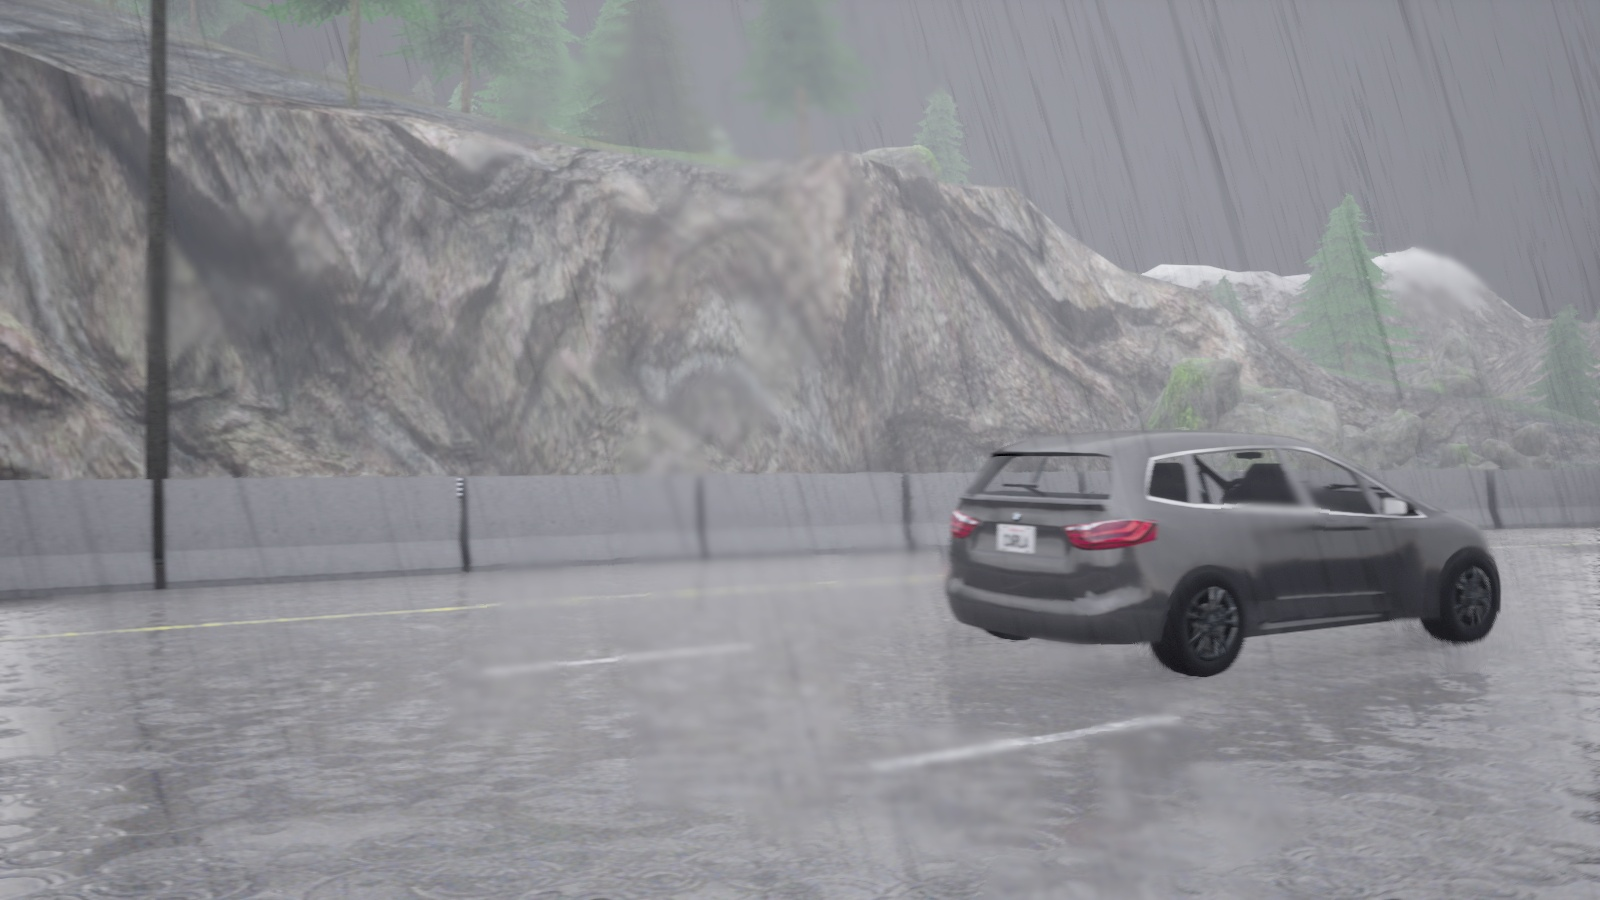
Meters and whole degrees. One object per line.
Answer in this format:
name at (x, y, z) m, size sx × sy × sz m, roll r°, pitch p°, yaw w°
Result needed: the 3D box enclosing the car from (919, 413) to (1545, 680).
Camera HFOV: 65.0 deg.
car at (3.483, 0.605, 9.973) m, size 4.611 × 1.667 × 2.242 m, roll 0°, pitch 0°, yaw -31°
